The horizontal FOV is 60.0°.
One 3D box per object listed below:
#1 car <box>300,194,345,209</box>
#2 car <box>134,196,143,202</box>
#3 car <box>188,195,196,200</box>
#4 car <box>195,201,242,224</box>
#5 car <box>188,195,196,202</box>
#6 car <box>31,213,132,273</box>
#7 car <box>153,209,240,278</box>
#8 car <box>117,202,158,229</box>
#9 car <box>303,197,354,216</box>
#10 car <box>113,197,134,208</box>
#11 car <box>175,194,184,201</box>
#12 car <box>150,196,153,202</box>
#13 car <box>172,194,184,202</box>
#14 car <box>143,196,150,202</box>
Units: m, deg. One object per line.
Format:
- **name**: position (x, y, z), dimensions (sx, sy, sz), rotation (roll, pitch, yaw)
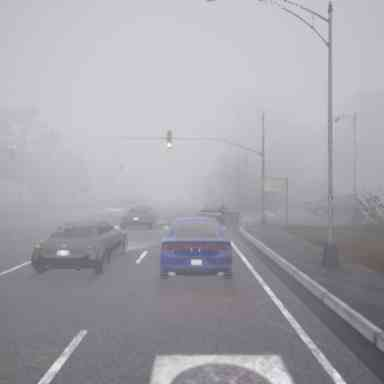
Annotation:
- **car**: position (14.741, 1.267, 36.411), dimensions (5.566, 2.045, 2.150), rotation (0, 0, 2)
- **car**: position (-10.495, 1.639, 59.383), dimensions (1.994, 1.385, 4.181), rotation (0, 0, 2)
- **car**: position (0.046, 1.536, 90.602), dimensions (2.033, 1.411, 5.357), rotation (0, 0, 0)
- **car**: position (1.976, 1.520, 22.526), dimensions (2.128, 1.511, 4.902), rotation (0, 0, 24)
- **car**: position (0.041, 1.634, 80.182), dimensions (2.033, 1.411, 5.357), rotation (0, 0, 0)
- **car**: position (-3.395, 1.577, 10.767), dimensions (1.994, 1.385, 4.181), rotation (0, 0, 0)
- **car**: position (0.107, 1.491, 10.193), dimensions (1.882, 1.535, 5.008), rotation (0, 0, 0)
- **car**: position (-3.389, 1.592, 22.107), dimensions (1.994, 1.385, 4.181), rotation (0, 0, 0)
- **car**: position (14.031, 1.518, 32.925), dimensions (5.008, 1.535, 1.882), rotation (0, 0, 3)
- **car**: position (-10.560, 1.555, 50.032), dimensions (2.128, 1.511, 4.902), rotation (0, 0, 0)
- **car**: position (-3.453, 1.472, 92.516), dimensions (2.097, 1.767, 4.553), rotation (0, 0, 0)
- **car**: position (-10.460, 1.649, 79.013), dimensions (1.994, 1.385, 4.181), rotation (0, 0, 0)
- **car**: position (-3.461, 1.648, 76.020), dimensions (1.994, 1.385, 4.181), rotation (0, 0, 0)
- **car**: position (-10.465, 1.611, 68.987), dimensions (1.812, 1.442, 4.674), rotation (0, 0, 0)
